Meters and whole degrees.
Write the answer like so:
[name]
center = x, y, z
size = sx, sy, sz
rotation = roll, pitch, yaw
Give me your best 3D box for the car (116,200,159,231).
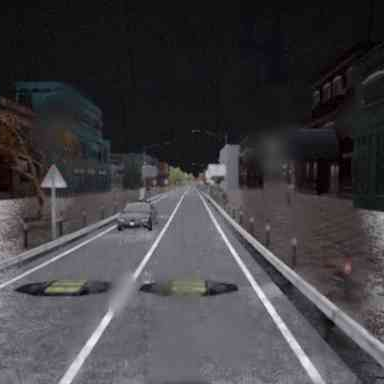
[car]
center = -2.995, 1.280, 19.047
size = 1.837, 1.490, 4.892
rotation = 0, 1, 0
